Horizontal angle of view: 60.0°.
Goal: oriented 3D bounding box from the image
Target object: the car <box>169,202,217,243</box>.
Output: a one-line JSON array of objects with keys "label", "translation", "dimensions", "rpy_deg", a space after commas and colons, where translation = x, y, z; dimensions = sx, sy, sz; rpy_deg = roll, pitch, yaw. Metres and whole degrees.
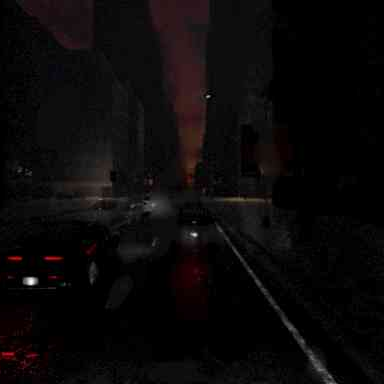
[{"label": "car", "translation": [0.099, 1.457, 15.748], "dimensions": [1.837, 1.490, 4.892], "rpy_deg": [0, 0, 0]}]

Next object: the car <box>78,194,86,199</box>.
[{"label": "car", "translation": [-30.505, 1.096, 89.065], "dimensions": [4.313, 1.339, 1.947], "rpy_deg": [0, 1, 0]}]

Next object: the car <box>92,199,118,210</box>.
[{"label": "car", "translation": [-9.831, 1.479, 37.676], "dimensions": [1.895, 1.301, 4.718], "rpy_deg": [0, 0, 0]}]

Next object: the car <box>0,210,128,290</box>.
[{"label": "car", "translation": [-3.172, 1.480, 8.974], "dimensions": [1.837, 1.490, 4.892], "rpy_deg": [0, 1, 0]}]

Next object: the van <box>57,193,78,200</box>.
[{"label": "van", "translation": [-30.514, 1.008, 80.538], "dimensions": [3.998, 1.788, 1.690], "rpy_deg": [0, 1, 0]}]

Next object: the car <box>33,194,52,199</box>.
[{"label": "car", "translation": [-36.164, 1.219, 80.548], "dimensions": [4.206, 1.307, 1.802], "rpy_deg": [0, 1, 0]}]

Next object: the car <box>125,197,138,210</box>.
[{"label": "car", "translation": [-6.577, 1.365, 39.137], "dimensions": [2.128, 1.511, 4.902], "rpy_deg": [0, 0, 0]}]

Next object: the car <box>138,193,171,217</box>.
[{"label": "car", "translation": [-3.144, 1.128, 29.972], "dimensions": [2.150, 2.045, 5.566], "rpy_deg": [0, 0, 0]}]

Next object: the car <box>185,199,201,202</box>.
[{"label": "car", "translation": [0.108, 1.375, 32.469], "dimensions": [1.882, 1.535, 5.008], "rpy_deg": [0, 0, 0]}]
